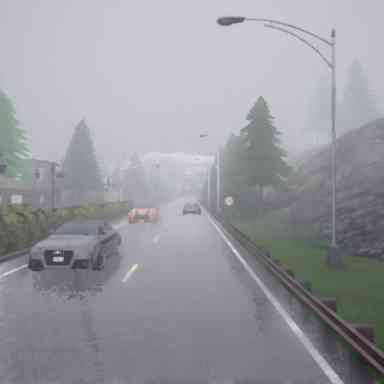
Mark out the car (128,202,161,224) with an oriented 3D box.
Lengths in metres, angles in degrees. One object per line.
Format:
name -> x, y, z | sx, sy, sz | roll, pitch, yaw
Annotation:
car -> -3.657, 1.561, 26.333 | 2.097, 1.767, 4.553 | 0, 0, 0

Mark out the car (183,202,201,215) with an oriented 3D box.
car -> -0.010, 1.863, 37.620 | 1.994, 1.385, 4.181 | 0, 0, 0

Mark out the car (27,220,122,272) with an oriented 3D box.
car -> -3.630, 1.653, 11.031 | 1.994, 1.385, 4.181 | 0, -1, 0
